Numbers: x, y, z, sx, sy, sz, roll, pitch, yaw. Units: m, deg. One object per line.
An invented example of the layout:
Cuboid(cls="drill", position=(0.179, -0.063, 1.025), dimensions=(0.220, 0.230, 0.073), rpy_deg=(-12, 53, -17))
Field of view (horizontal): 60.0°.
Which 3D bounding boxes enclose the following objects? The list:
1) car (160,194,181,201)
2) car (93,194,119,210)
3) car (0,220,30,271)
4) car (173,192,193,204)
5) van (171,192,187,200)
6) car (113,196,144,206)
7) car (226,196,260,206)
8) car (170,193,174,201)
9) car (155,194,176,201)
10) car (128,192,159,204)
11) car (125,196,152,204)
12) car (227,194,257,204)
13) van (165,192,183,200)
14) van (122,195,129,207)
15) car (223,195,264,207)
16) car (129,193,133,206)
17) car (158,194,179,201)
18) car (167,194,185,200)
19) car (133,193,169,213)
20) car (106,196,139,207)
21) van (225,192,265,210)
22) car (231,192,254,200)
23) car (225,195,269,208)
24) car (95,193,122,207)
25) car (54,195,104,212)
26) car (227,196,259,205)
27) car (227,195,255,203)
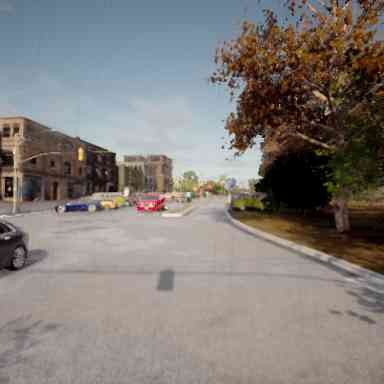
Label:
Cuboid(cls="car", position=(-5.647, 1.394, 86.455), dimensions=(5.366, 1.575, 1.946), rpy_deg=(-1, 0, -10))
Cuboid(cls="car", position=(-11.574, 1.341, 38.644), dimensions=(5.366, 1.575, 1.946), rpy_deg=(-1, 0, -15))
Cuboid(cls="car", position=(-5.600, 1.394, 7.621), dimensions=(1.837, 1.490, 4.892), rpy_deg=(1, 1, 1))
Cuboid(cls="car", position=(-1.555, 1.159, 60.888), dimensions=(2.097, 1.767, 4.553), rpy_deg=(0, 0, 7))
Cuboid(cls="van", position=(-3.768, 1.169, 95.416), dimensions=(4.442, 1.987, 1.878), rpy_deg=(-1, -1, -10))
Cuboid(cls="car", position=(-10.274, 1.405, 53.626), dimensions=(4.674, 1.452, 2.002), rpy_deg=(-1, 0, -14))
Cuboid(cls="car", position=(7.765, 1.325, 50.349), dimensions=(4.674, 1.452, 2.002), rpy_deg=(1, 0, -14))
Cuboid(cls="car", position=(-6.950, 1.261, 77.565), dimensions=(4.553, 1.767, 2.185), rpy_deg=(-1, 0, -11))
Cuboid(cls="car", position=(-6.470, 1.390, 80.546), dimensions=(4.892, 1.521, 2.231), rpy_deg=(-1, 0, -11))
Cuboid(cls="car", position=(-9.148, 1.122, 62.633), dimensions=(5.566, 2.045, 2.435), rpy_deg=(-1, 0, -13))
Cuboid(cls="car", position=(-9.551, 1.411, 59.620), dimensions=(4.674, 1.452, 2.002), rpy_deg=(-1, 0, -13))
Cuboid(cls="car", position=(8.414, 1.161, 56.227), dimensions=(4.553, 1.767, 2.185), rpy_deg=(0, 0, -13))
Cuboid(cls="van", position=(-4.831, 1.167, 89.486), dimensions=(4.442, 1.987, 1.878), rpy_deg=(-1, 0, -10))
Cuboid(cls="van", position=(-11.108, 1.127, 44.644), dimensions=(4.442, 1.987, 1.878), rpy_deg=(-1, 0, -15))
Cuboid(cls="car", position=(7.278, 1.279, 47.354), dimensions=(5.366, 1.575, 1.946), rpy_deg=(1, 0, -14))
Cuboid(cls="car", position=(-10.925, 1.359, 47.618), dimensions=(4.892, 1.521, 2.231), rpy_deg=(-1, 0, -14))
Cuboid(cls="car", position=(-5.989, 1.391, 83.526), dimensions=(5.008, 1.535, 2.097), rpy_deg=(-1, -1, -11))
Cuboid(cls="car", position=(-4.440, 1.426, 92.419), dimensions=(4.792, 1.488, 2.163), rpy_deg=(-1, 0, -10))
Cuboid(cls="car", position=(-4.226, 1.148, 35.195), dimensions=(2.150, 2.045, 5.566), rpy_deg=(0, 2, 4))
Cuboid(cls="car", position=(-10.599, 1.401, 50.619), dimensions=(4.674, 1.452, 2.002), rpy_deg=(-1, 0, -14))
Cuboid(cls="van", position=(6.513, 1.052, 38.527), dimensions=(4.442, 1.987, 1.878), rpy_deg=(1, 0, -15))
Cuboid(cls="car", position=(13.397, 1.042, 88.471), dimensions=(5.566, 2.045, 2.435), rpy_deg=(0, 0, -10))
Cuboid(cls="car", position=(7.340, 1.281, 44.503), dimensions=(5.366, 1.575, 1.946), rpy_deg=(1, 0, -14))
Cuboid(cls="car", position=(-11.526, 1.226, 41.597), dimensions=(4.553, 1.767, 2.185), rpy_deg=(-1, 0, -15))
Cuboid(cls="car", position=(-12.172, 1.381, 35.642), dimensions=(4.792, 1.488, 2.163), rpy_deg=(-1, 0, -16))
Cuboid(cls="car", position=(8.093, 1.326, 53.292), dimensions=(4.674, 1.452, 2.002), rpy_deg=(1, 0, -13))
Cuboid(cls="car", position=(9.583, 1.289, 65.044), dimensions=(5.008, 1.535, 2.097), rpy_deg=(0, 0, -12))
